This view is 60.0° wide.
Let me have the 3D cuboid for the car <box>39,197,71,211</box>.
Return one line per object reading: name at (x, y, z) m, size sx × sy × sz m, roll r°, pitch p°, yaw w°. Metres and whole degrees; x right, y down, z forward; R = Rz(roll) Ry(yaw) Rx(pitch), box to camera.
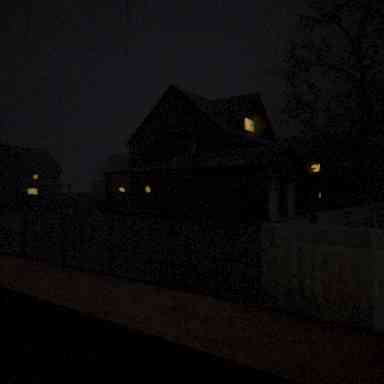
car at (-14.348, 1.245, 33.466) m, size 1.994 × 1.385 × 4.181 m, roll 1°, pitch 2°, yaw 35°
